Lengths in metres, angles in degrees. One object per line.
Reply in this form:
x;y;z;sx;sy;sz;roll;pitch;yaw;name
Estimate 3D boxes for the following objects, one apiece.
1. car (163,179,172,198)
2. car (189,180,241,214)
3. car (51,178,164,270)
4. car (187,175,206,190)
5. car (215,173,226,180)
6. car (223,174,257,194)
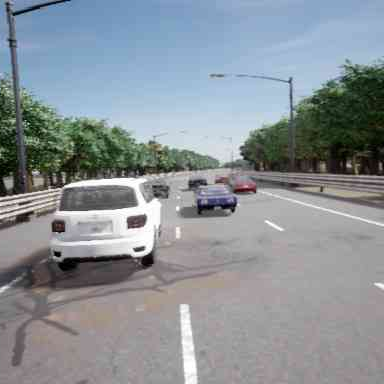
-2.807;-0.340;27.651;1.837;1.490;4.892;-3;4;-1;car
1.058;0.302;17.394;1.895;1.301;4.718;-3;4;-2;car
-2.047;0.632;9.231;2.150;2.045;5.566;-3;4;-3;car
0.523;-1.038;35.196;1.882;1.535;5.008;-3;4;-1;car
3.870;-1.621;42.145;1.812;1.442;4.674;-2;4;1;car
4.139;-0.615;28.054;1.994;1.385;4.181;-3;4;-1;car
